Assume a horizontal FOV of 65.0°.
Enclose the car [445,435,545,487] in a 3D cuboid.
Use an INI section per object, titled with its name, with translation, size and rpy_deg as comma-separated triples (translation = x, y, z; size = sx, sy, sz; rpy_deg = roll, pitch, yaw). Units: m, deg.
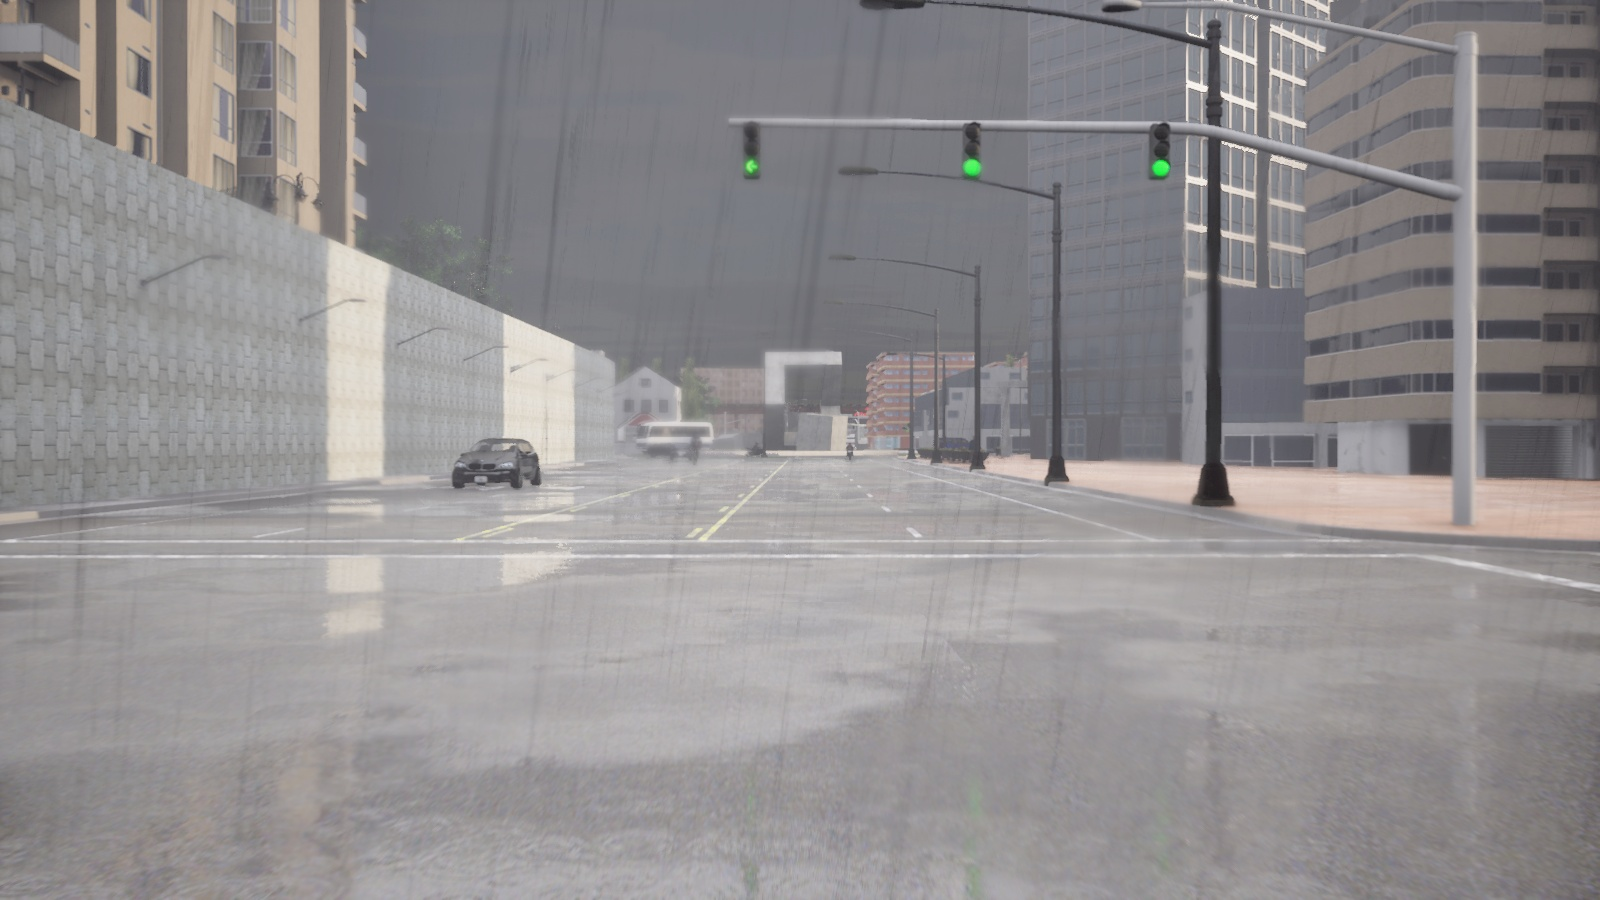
[car]
translation = -10.243, 0.341, 42.506
size = 2.242, 1.667, 4.611
rpy_deg = 0, 0, 0
